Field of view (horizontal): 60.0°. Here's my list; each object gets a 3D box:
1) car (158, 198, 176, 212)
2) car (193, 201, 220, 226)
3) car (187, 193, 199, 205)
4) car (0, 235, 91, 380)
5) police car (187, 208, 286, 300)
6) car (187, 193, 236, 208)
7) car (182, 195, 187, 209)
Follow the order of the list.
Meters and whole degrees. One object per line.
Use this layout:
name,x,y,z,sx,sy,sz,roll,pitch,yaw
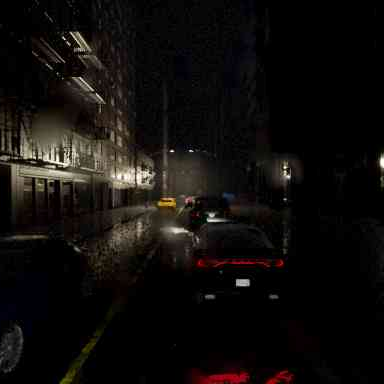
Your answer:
car,-2.903,1.492,38.854,1.882,1.535,5.008,0,0,0
car,0.962,1.508,24.451,1.837,1.490,4.892,0,0,0
car,0.150,1.263,59.565,2.150,2.045,5.566,0,0,0
car,-3.089,1.525,5.606,1.812,1.442,4.674,0,0,0
police car,0.920,1.425,8.560,1.930,1.638,5.238,0,0,0
car,0.947,1.226,18.480,2.150,2.045,5.566,0,0,0
car,0.147,1.375,45.570,2.097,1.767,4.553,0,0,1
